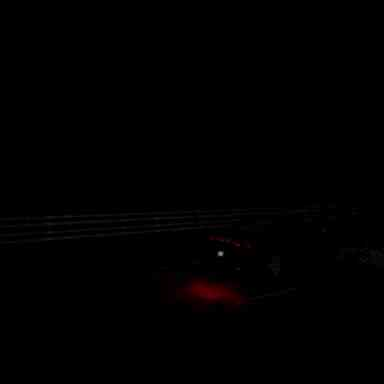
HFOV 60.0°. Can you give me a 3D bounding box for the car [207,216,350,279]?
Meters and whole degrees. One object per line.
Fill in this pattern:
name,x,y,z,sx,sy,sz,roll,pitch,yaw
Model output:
car,2.777,1.457,10.081,5.008,1.535,1.882,0,0,-35
